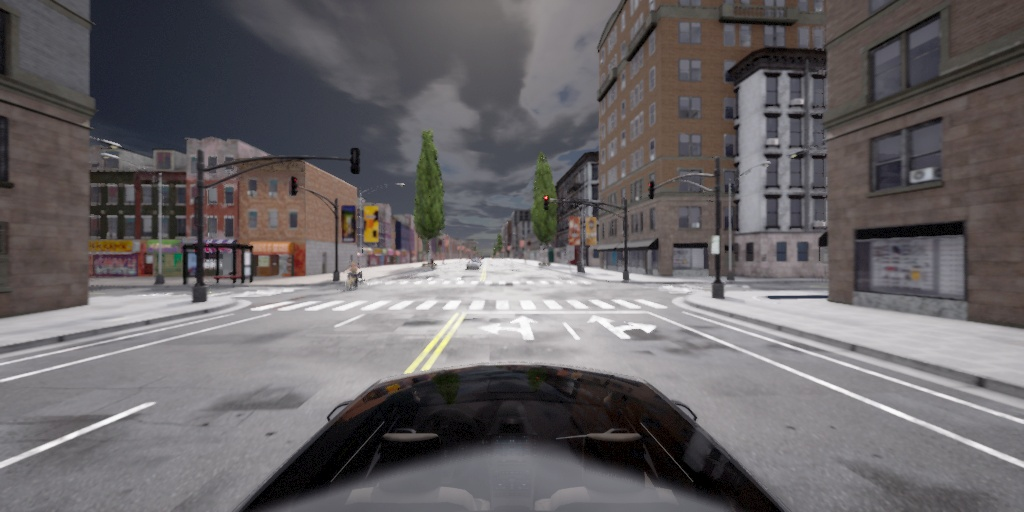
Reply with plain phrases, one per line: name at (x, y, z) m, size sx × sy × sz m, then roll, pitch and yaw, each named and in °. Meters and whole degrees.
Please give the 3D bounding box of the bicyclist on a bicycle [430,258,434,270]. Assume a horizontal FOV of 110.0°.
bicyclist on a bicycle at (-11.223, 1.130, 50.321) m, size 0.582 × 1.620 × 1.656 m, roll 0°, pitch 0°, yaw -2°

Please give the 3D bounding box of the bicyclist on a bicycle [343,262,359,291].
bicyclist on a bicycle at (-9.171, 1.151, 20.634) m, size 0.866 × 1.612 × 1.509 m, roll 0°, pitch 0°, yaw -2°

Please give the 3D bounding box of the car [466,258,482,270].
car at (-5.607, 1.273, 51.343) m, size 1.895 × 1.301 × 4.718 m, roll 0°, pitch 0°, yaw -4°
